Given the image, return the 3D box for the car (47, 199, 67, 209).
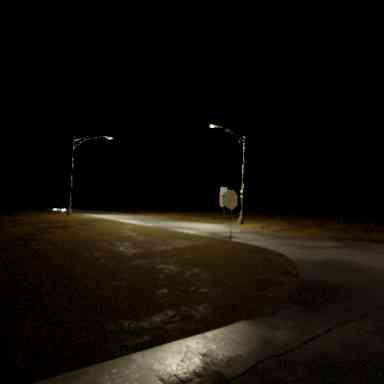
[{"bbox_3d":[-19.939,1.751,49.048,1.994,1.385,4.181,4,-2,-36],"label":"car"}]
